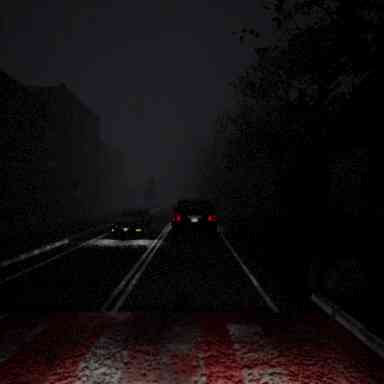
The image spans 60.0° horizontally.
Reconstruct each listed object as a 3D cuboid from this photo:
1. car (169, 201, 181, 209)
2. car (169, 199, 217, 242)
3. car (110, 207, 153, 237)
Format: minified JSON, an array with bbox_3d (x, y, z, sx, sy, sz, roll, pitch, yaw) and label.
[{"bbox_3d":[-3.104,2.336,62.047,1.812,1.442,4.674,0,-1,1],"label":"car"},{"bbox_3d":[0.112,1.362,17.443,2.150,2.045,5.566,0,0,0],"label":"car"},{"bbox_3d":[-3.334,1.646,19.114,1.837,1.490,4.892,0,0,0],"label":"car"}]
